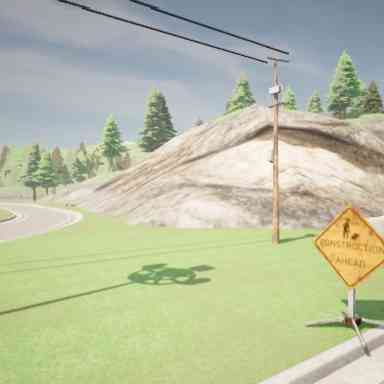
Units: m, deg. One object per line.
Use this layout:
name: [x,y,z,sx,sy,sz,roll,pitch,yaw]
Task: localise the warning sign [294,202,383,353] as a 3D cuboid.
warning sign: [2.425,1.112,5.046,1.060,1.860,1.300,0,0,-35]
